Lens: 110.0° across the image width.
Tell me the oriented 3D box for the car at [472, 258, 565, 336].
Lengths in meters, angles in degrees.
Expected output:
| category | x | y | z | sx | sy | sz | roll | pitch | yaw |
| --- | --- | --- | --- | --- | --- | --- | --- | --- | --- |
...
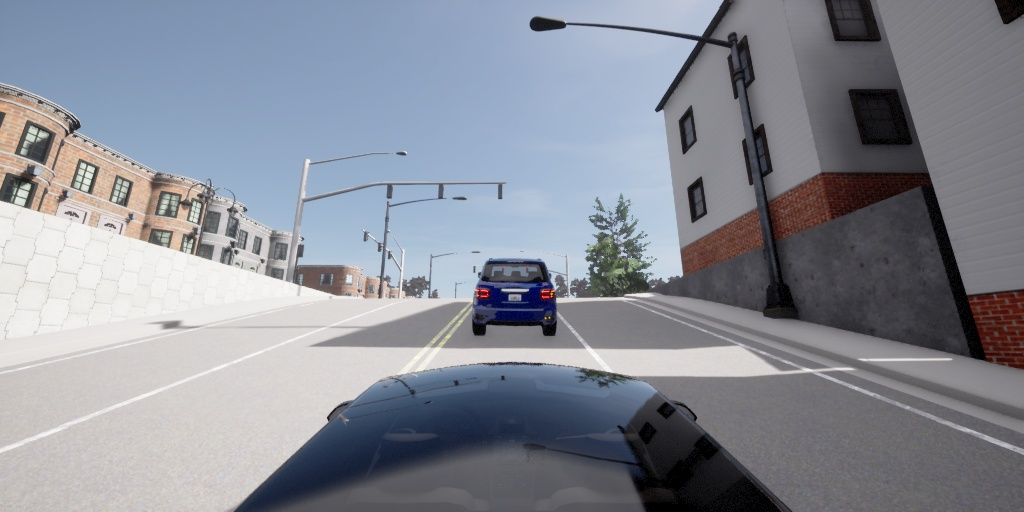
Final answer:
| category | x | y | z | sx | sy | sz | roll | pitch | yaw |
| --- | --- | --- | --- | --- | --- | --- | --- | --- | --- |
| car | 0.078 | 1.097 | 11.026 | 2.150 | 2.045 | 5.566 | 1 | -1 | 0 |
